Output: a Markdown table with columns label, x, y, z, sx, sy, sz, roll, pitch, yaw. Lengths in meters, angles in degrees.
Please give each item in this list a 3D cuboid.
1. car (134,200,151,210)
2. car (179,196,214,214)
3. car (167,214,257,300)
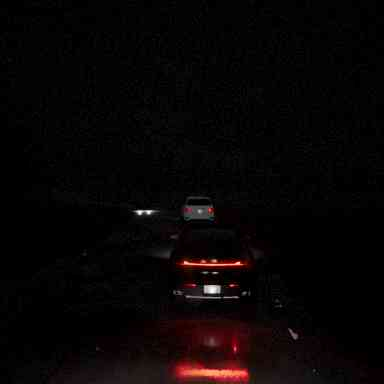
| label | x | y | z | sx | sy | sz | roll | pitch | yaw |
| --- | --- | --- | --- | --- | --- | --- | --- | --- | --- |
| car | -6.992 | 1.818 | 46.751 | 1.994 | 1.385 | 4.181 | 0 | 0 | -17 |
| car | 0.309 | 1.336 | 24.479 | 2.150 | 2.045 | 5.566 | 0 | 0 | -4 |
| car | 0.470 | 1.531 | 8.466 | 1.837 | 1.490 | 4.892 | 0 | 0 | 2 |
